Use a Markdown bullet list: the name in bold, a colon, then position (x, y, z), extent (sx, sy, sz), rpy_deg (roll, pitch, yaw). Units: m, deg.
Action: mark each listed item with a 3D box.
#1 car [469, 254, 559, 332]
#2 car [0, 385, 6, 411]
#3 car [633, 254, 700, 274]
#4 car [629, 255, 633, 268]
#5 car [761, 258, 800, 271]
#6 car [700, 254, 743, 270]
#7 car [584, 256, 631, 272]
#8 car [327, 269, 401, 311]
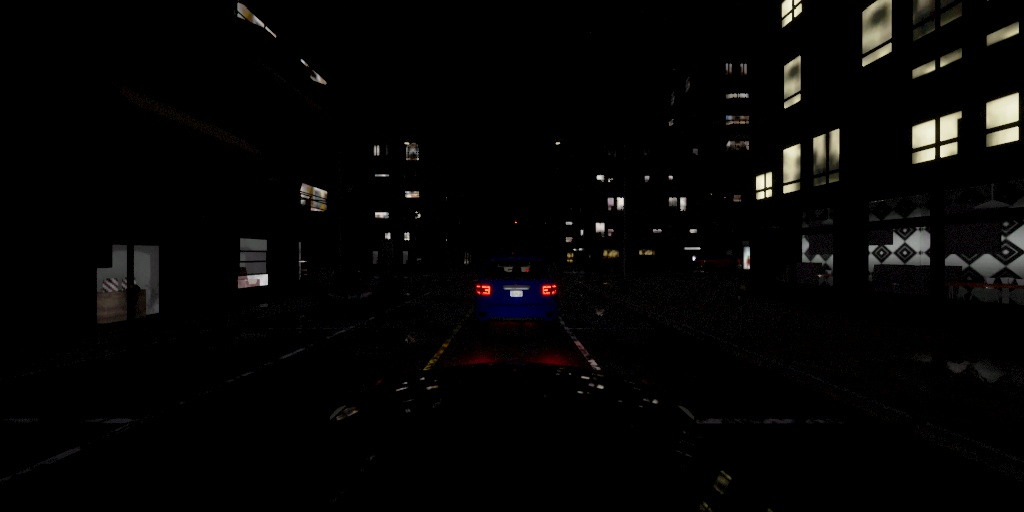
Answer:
- **car**: position (0.106, 0.971, 11.021), extent (2.150, 2.045, 5.566), rpy_deg (0, 0, 0)
- **car**: position (-5.690, 1.300, 1.512), extent (2.007, 1.370, 4.403), rpy_deg (0, 0, 0)
- **car**: position (14.738, 0.778, 34.392), extent (5.009, 1.841, 2.192), rpy_deg (0, 0, 0)
- **car**: position (14.610, 0.764, 42.771), extent (5.009, 1.841, 2.192), rpy_deg (0, 0, 0)
- **car**: position (25.831, 0.822, 34.479), extent (4.313, 1.339, 1.948), rpy_deg (0, 0, 0)
- **car**: position (22.936, 0.650, 40.246), extent (4.553, 1.767, 2.097), rpy_deg (-1, 0, -1)
- **car**: position (10.451, 1.057, 40.379), extent (4.674, 1.442, 1.812), rpy_deg (-1, 0, 4)
- **car**: position (-5.729, 1.332, 14.429), extent (1.802, 1.307, 4.207), rpy_deg (0, 0, 0)
